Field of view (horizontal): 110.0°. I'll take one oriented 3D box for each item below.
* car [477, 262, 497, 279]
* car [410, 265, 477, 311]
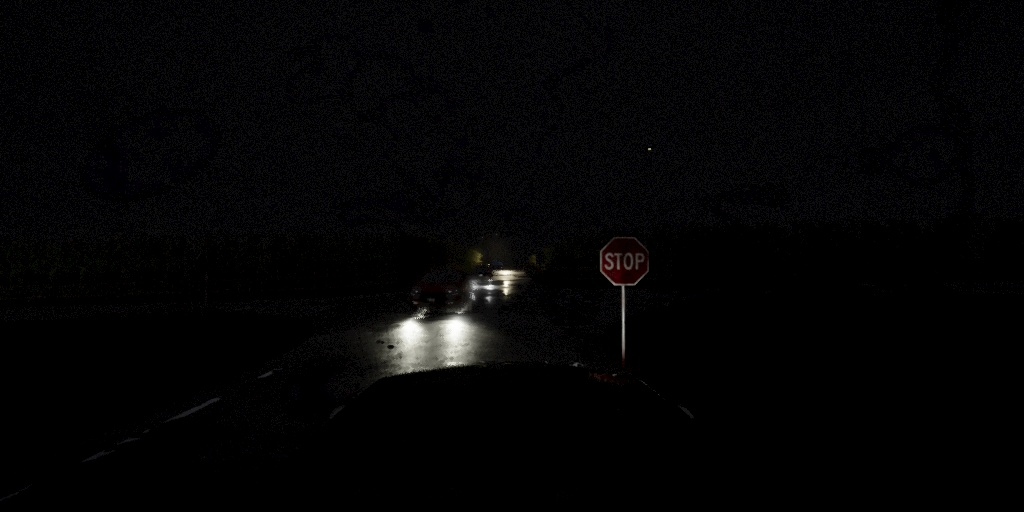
[{"bbox_3d":[-2.780,1.484,34.564,1.895,1.301,4.718,0,-1,0],"label":"car"},{"bbox_3d":[-2.763,1.255,14.882,1.882,1.535,5.008,0,0,0],"label":"car"}]
